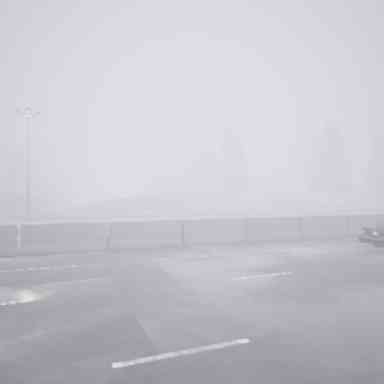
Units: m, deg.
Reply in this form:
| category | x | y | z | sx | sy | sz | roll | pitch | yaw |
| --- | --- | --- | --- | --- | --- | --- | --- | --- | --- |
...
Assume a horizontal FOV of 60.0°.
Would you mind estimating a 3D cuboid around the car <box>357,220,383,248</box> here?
| category | x | y | z | sx | sy | sz | roll | pitch | yaw |
| --- | --- | --- | --- | --- | --- | --- | --- | --- | --- |
| car | 9.804 | 1.752 | 14.543 | 5.357 | 1.411 | 2.033 | 0 | -1 | -22 |
